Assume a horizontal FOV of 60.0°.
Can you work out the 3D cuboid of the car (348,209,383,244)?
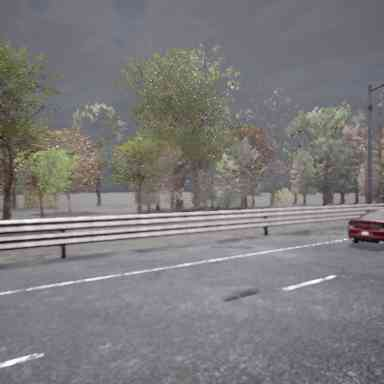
[{"bbox_3d":[8.827,1.481,14.566,5.008,1.535,1.882,0,0,-36],"label":"car"}]
